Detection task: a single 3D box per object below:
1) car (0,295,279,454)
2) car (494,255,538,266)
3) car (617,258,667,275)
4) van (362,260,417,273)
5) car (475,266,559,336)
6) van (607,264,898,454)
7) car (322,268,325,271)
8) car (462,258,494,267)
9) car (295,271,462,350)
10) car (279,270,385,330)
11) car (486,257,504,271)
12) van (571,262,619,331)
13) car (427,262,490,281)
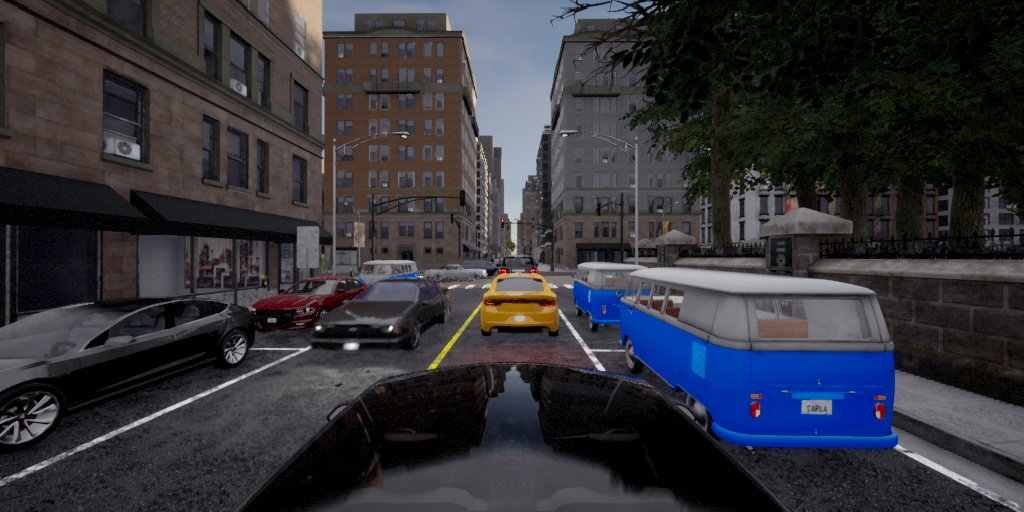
[{"bbox_3d":[-5.809,1.315,5.159,1.948,1.339,4.313,0,0,1],"label":"car"},{"bbox_3d":[0.328,0.965,20.361,2.150,2.045,5.566,0,0,0],"label":"car"},{"bbox_3d":[13.851,1.093,38.367,4.553,1.767,2.097,0,0,0],"label":"car"},{"bbox_3d":[-5.584,1.087,16.477,1.690,1.789,3.998,0,0,1],"label":"van"},{"bbox_3d":[0.224,1.226,10.405,1.882,1.535,5.008,0,0,1],"label":"car"},{"bbox_3d":[2.714,1.090,5.001,1.690,1.789,3.998,0,0,1],"label":"van"},{"bbox_3d":[-19.059,1.270,31.879,4.674,1.442,1.812,0,0,0],"label":"car"},{"bbox_3d":[-2.569,1.079,31.770,4.553,1.767,2.097,0,0,0],"label":"car"},{"bbox_3d":[-2.887,1.297,9.326,2.033,1.411,5.357,0,0,2],"label":"car"},{"bbox_3d":[-5.697,1.294,10.818,1.888,1.381,4.507,0,0,1],"label":"car"},{"bbox_3d":[-2.311,1.085,49.610,2.097,1.767,4.553,0,0,2],"label":"car"},{"bbox_3d":[2.827,1.089,10.658,1.690,1.789,3.998,0,0,1],"label":"van"},{"bbox_3d":[-4.364,1.325,28.533,4.718,1.301,1.895,0,0,0],"label":"car"}]
